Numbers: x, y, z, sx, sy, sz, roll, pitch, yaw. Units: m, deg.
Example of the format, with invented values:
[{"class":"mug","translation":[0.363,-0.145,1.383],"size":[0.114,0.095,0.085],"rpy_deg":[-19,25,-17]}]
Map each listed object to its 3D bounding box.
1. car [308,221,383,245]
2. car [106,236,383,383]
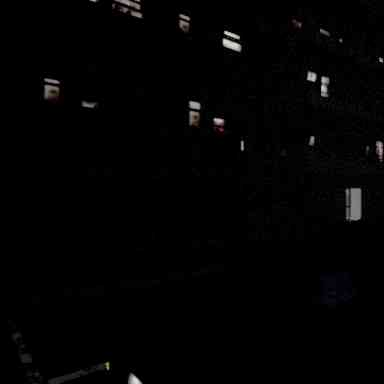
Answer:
[{"class":"car","translation":[4.672,1.559,9.893],"size":[4.313,1.339,1.947],"rpy_deg":[0,0,-36]},{"class":"car","translation":[1.109,1.562,4.172],"size":[4.181,1.385,1.994],"rpy_deg":[0,0,-36]}]
